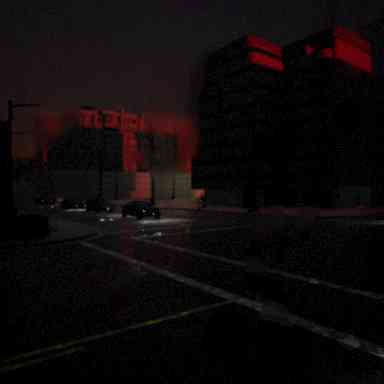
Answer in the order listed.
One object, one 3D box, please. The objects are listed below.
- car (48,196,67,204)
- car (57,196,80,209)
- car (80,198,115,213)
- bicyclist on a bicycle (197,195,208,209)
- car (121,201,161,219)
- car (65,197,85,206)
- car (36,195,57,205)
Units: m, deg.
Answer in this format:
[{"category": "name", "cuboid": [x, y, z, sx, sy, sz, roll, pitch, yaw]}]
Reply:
[{"category": "car", "cuboid": [-25.415, 1.502, 62.839, 2.033, 1.411, 5.357, 0, 0, -36]}, {"category": "car", "cuboid": [-15.853, 1.526, 43.816, 1.994, 1.385, 4.181, 0, 0, -37]}, {"category": "car", "cuboid": [-9.994, 1.451, 35.881, 2.128, 1.511, 4.902, 0, 0, -36]}, {"category": "bicyclist on a bicycle", "cuboid": [1.241, 1.218, 39.158, 1.656, 1.620, 0.582, 0, 0, -36]}, {"category": "car", "cuboid": [-4.457, 1.482, 28.391, 1.812, 1.442, 4.674, 0, 0, -36]}, {"category": "car", "cuboid": [-19.242, 1.552, 54.608, 1.895, 1.301, 4.718, 0, 0, -37]}, {"category": "car", "cuboid": [-24.889, 1.325, 56.189, 2.097, 1.767, 4.553, 0, 0, -36]}]
